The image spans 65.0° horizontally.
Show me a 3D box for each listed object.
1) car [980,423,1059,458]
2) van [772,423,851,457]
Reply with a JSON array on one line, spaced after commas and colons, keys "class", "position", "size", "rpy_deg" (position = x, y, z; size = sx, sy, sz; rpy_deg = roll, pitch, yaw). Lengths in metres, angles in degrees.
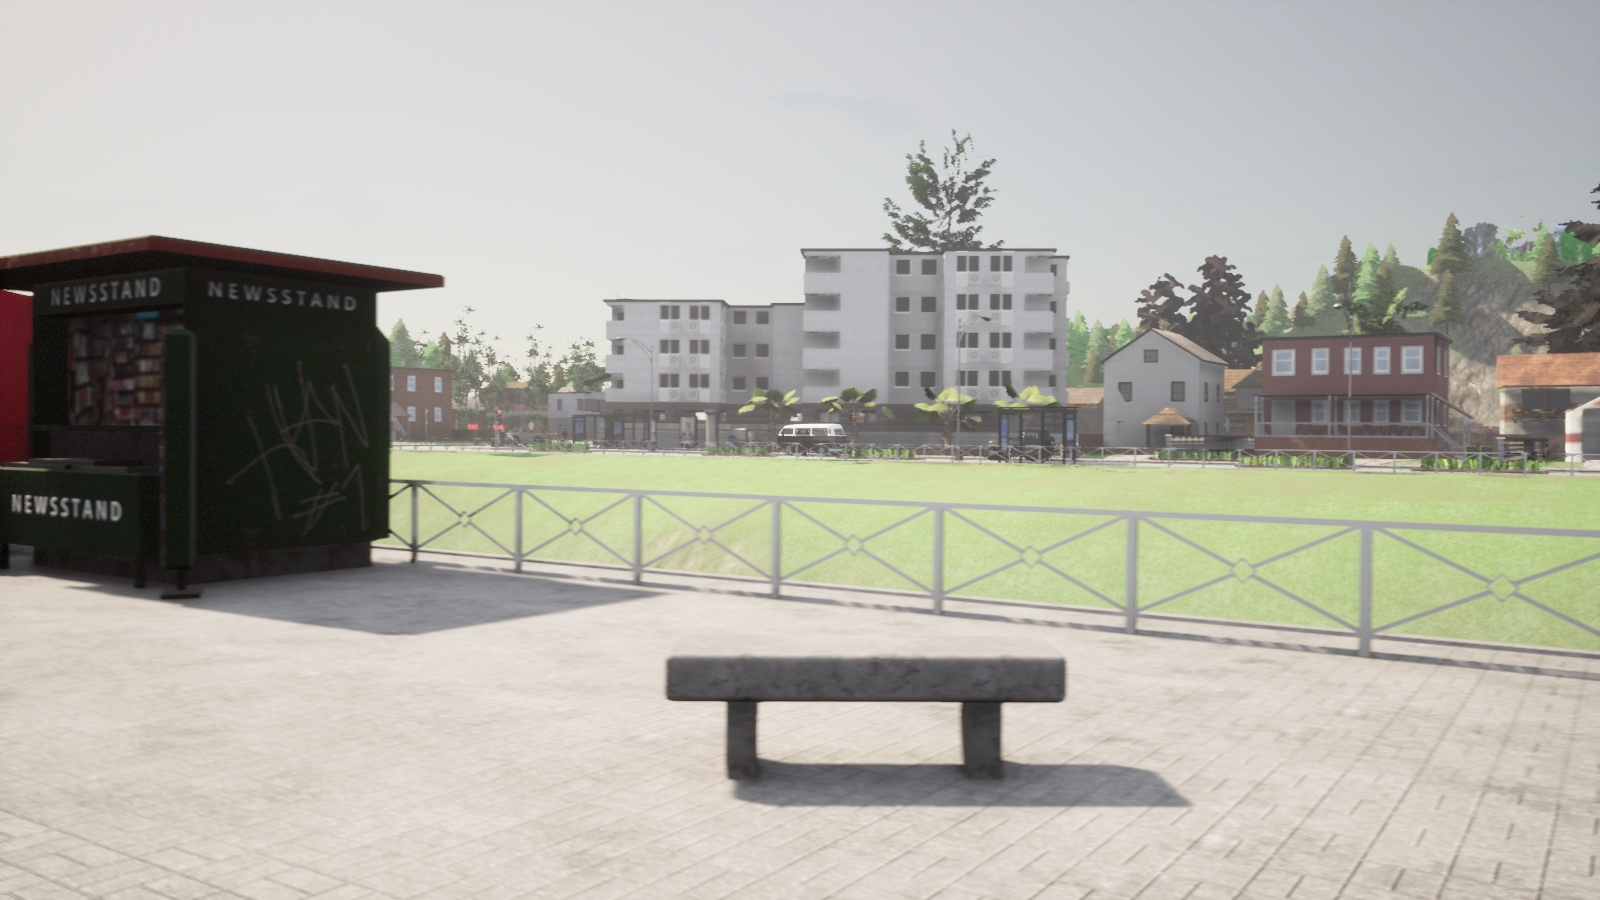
[{"class": "car", "position": [12.250, -0.541, 70.154], "size": [3.866, 1.878, 1.905], "rpy_deg": [0, 1, 34]}, {"class": "van", "position": [0.704, -0.614, 77.827], "size": [4.480, 2.038, 2.069], "rpy_deg": [0, 1, 34]}]
